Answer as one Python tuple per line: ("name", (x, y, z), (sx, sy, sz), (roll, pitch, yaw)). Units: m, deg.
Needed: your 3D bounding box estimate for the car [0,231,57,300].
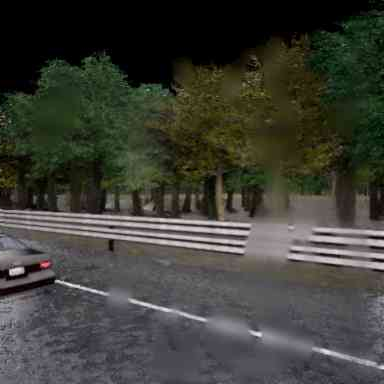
("car", (-5.404, 1.578, 7.841), (5.357, 1.411, 2.033), (0, 0, 36))
